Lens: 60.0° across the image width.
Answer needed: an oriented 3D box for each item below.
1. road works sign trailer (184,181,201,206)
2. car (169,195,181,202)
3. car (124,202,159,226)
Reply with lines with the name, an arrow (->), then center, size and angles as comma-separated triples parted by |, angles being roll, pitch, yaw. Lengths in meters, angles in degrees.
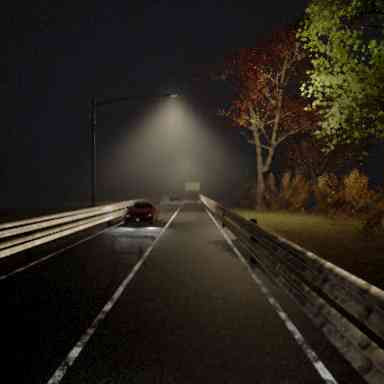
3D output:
road works sign trailer -> 0.089, 0.200, 49.935 | 2.380, 3.560, 2.880 | 0, 0, 0
car -> -3.171, 1.225, 63.564 | 1.994, 1.385, 4.181 | 0, 0, 1
car -> -3.314, 1.406, 22.603 | 1.812, 1.442, 4.674 | 0, 0, 0
